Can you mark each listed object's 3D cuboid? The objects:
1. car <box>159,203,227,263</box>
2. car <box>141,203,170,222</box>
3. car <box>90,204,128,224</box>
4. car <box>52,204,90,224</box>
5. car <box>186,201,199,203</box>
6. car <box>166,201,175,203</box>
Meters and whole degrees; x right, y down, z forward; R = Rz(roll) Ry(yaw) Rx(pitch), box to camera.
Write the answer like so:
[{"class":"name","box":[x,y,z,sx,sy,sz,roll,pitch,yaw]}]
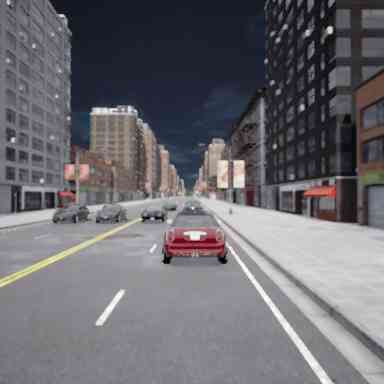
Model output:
[{"class":"car","box":[0.094,1.472,12.655,2.097,1.767,4.553,0,-1,0]},{"class":"car","box":[-3.161,1.875,28.849,1.895,1.301,4.718,0,-1,0]},{"class":"car","box":[-6.595,1.767,27.638,1.837,1.490,4.892,0,0,0]},{"class":"car","box":[-9.846,1.766,27.482,1.837,1.490,4.892,0,-1,0]},{"class":"car","box":[0.087,1.689,35.370,2.097,1.767,4.553,0,-1,0]},{"class":"car","box":[-3.168,2.023,48.153,1.994,1.385,4.181,0,-1,0]}]
